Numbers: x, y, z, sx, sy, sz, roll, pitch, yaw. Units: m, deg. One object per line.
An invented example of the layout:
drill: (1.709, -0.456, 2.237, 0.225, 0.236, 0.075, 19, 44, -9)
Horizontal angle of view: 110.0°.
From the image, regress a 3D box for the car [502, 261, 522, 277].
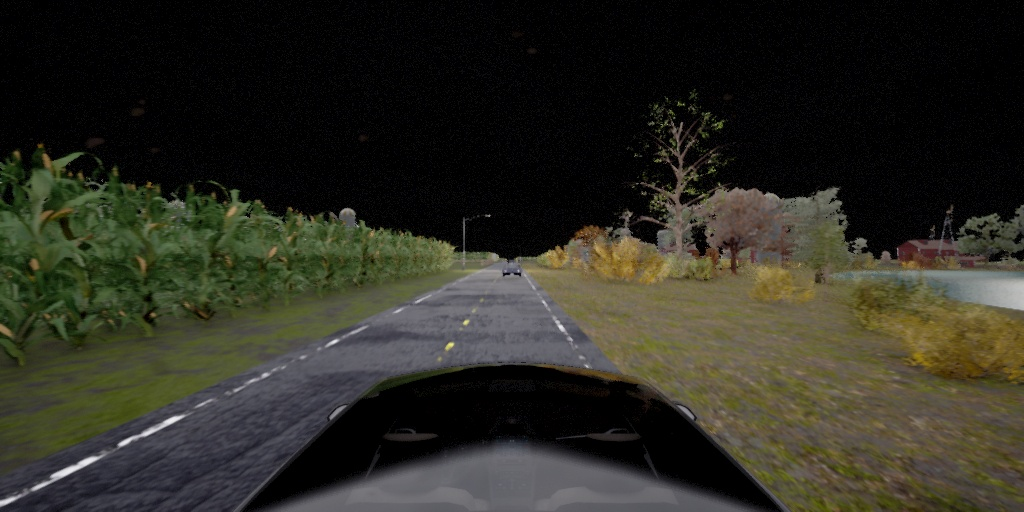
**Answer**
car: (-0.001, 1.431, 35.286, 1.895, 1.301, 4.718, 0, 0, 0)
